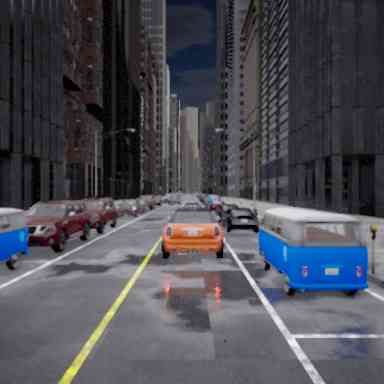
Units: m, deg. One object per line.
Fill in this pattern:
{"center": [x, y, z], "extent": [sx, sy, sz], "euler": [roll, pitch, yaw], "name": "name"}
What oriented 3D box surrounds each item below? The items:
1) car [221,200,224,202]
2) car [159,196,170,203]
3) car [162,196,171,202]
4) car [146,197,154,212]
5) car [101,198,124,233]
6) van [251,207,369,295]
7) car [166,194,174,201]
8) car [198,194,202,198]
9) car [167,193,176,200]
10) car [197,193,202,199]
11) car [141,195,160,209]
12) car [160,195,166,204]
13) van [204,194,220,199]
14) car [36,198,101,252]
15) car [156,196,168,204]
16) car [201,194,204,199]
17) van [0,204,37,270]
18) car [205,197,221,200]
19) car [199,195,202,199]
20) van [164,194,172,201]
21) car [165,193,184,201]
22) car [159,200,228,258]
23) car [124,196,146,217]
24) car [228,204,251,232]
{"center": [2.760, 1.561, 25.246], "extent": [1.947, 1.339, 4.313], "euler": [0, 0, 0], "name": "car"}
{"center": [-5.773, 1.591, 70.105], "extent": [1.802, 1.307, 4.206], "euler": [0, 0, 0], "name": "car"}
{"center": [-5.774, 1.539, 75.544], "extent": [1.752, 1.417, 4.829], "euler": [0, 0, 0], "name": "car"}
{"center": [-5.767, 1.546, 36.448], "extent": [2.008, 1.369, 4.403], "euler": [0, 0, 0], "name": "car"}
{"center": [-5.764, 1.310, 19.619], "extent": [2.192, 1.841, 5.009], "euler": [0, 0, 0], "name": "car"}
{"center": [2.763, 1.338, 8.419], "extent": [1.690, 1.788, 3.998], "euler": [0, 0, 0], "name": "van"}
{"center": [-5.776, 1.463, 86.933], "extent": [1.967, 1.590, 4.097], "euler": [0, 0, 0], "name": "car"}
{"center": [2.752, 1.591, 70.119], "extent": [1.802, 1.307, 4.206], "euler": [0, 0, 0], "name": "car"}
{"center": [-5.776, 1.343, 92.543], "extent": [2.192, 1.841, 5.009], "euler": [0, 0, 0], "name": "car"}
{"center": [2.751, 1.329, 75.728], "extent": [2.192, 1.841, 5.009], "euler": [0, 0, 0], "name": "car"}
{"center": [-5.768, 1.311, 42.057], "extent": [2.192, 1.841, 5.009], "euler": [0, 0, 0], "name": "car"}
{"center": [-5.770, 1.565, 53.276], "extent": [1.947, 1.339, 4.313], "euler": [0, 0, 0], "name": "car"}
{"center": [2.757, 1.338, 42.073], "extent": [1.690, 1.788, 3.998], "euler": [0, 0, 0], "name": "van"}
{"center": [-5.763, 1.311, 14.010], "extent": [2.192, 1.841, 5.009], "euler": [0, 0, 0], "name": "car"}
{"center": [-5.772, 1.556, 64.495], "extent": [2.008, 1.369, 4.403], "euler": [0, 0, 0], "name": "car"}
{"center": [2.756, 1.438, 47.683], "extent": [1.967, 1.590, 4.097], "euler": [0, 0, 0], "name": "car"}
{"center": [-5.762, 1.338, 8.400], "extent": [1.690, 1.788, 3.998], "euler": [0, 0, 0], "name": "van"}
{"center": [2.758, 1.540, 36.465], "extent": [1.887, 1.381, 4.507], "euler": [0, 0, 0], "name": "car"}
{"center": [2.754, 1.568, 58.900], "extent": [1.947, 1.339, 4.313], "euler": [0, 0, 0], "name": "car"}
{"center": [-5.775, 1.359, 81.324], "extent": [1.690, 1.788, 3.998], "euler": [0, 0, 0], "name": "van"}
{"center": [-3.064, 1.354, 58.289], "extent": [2.097, 1.767, 4.553], "euler": [0, 0, 0], "name": "car"}
{"center": [0.042, 1.348, 12.895], "extent": [2.097, 1.767, 4.553], "euler": [0, 0, 0], "name": "car"}
{"center": [-5.766, 1.435, 30.839], "extent": [1.967, 1.590, 4.097], "euler": [0, 0, 0], "name": "car"}
{"center": [2.761, 1.561, 19.637], "extent": [1.947, 1.339, 4.313], "euler": [0, 0, 0], "name": "car"}
